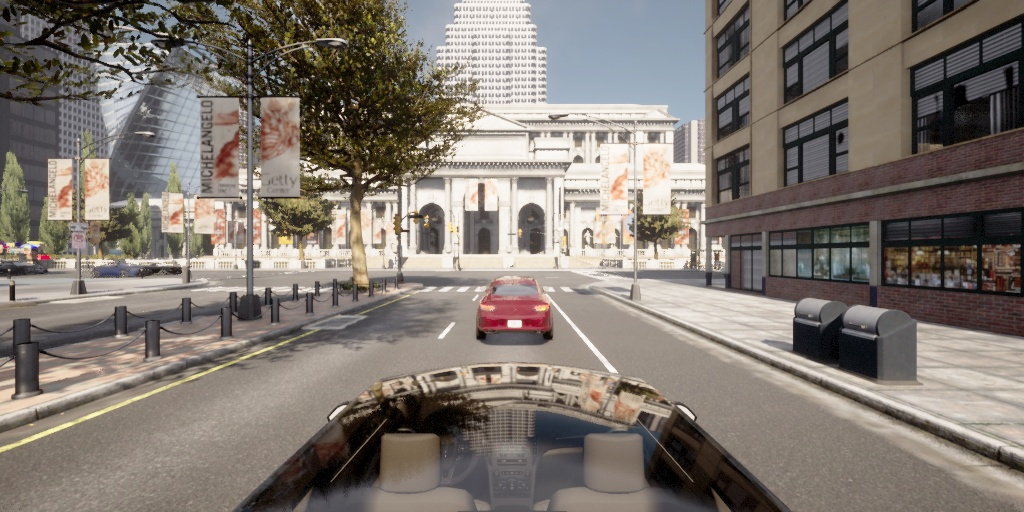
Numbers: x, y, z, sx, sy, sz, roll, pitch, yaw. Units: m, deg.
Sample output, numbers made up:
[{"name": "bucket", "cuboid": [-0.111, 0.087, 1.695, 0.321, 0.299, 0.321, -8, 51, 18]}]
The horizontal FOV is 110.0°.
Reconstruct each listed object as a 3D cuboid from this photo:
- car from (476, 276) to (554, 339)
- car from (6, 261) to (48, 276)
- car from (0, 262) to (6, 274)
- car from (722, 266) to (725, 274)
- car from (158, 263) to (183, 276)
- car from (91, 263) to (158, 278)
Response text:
[{"name": "car", "cuboid": [0.074, 1.276, 9.929, 1.812, 1.442, 4.674, 0, 0, 0]}, {"name": "car", "cuboid": [-50.814, 1.275, 36.828, 4.674, 1.442, 1.812, 0, 0, -2]}, {"name": "car", "cuboid": [-51.095, 1.248, 33.299, 4.892, 1.490, 1.837, 2, 0, -2]}, {"name": "car", "cuboid": [21.940, 1.275, 33.086, 4.674, 1.442, 1.812, 0, 0, 1]}, {"name": "car", "cuboid": [-36.581, 1.350, 36.890, 4.718, 1.301, 1.895, 0, 0, 0]}, {"name": "car", "cuboid": [-36.262, 1.314, 33.380, 4.181, 1.385, 1.994, 0, 0, 0]}]
